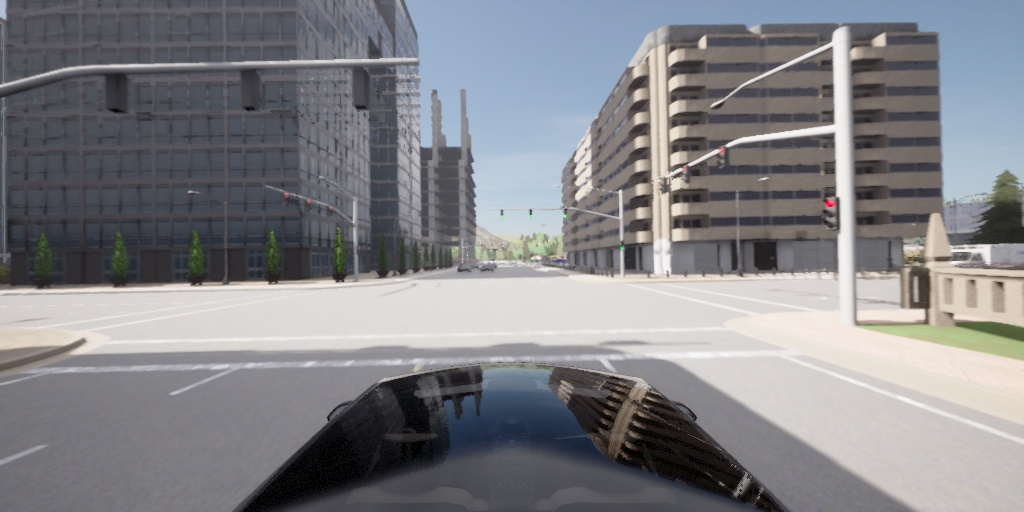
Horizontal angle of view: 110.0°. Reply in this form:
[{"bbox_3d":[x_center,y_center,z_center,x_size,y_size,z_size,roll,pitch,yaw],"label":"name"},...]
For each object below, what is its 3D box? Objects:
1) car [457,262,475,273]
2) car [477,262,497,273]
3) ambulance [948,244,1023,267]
[{"bbox_3d":[-7.354,1.870,55.682,1.837,1.490,4.892,-1,0,0],"label":"car"},{"bbox_3d":[-3.854,1.865,55.726,1.994,1.385,4.181,-1,0,0],"label":"car"},{"bbox_3d":[33.137,0.432,25.224,6.366,2.431,2.351,-1,-1,-1],"label":"ambulance"}]
